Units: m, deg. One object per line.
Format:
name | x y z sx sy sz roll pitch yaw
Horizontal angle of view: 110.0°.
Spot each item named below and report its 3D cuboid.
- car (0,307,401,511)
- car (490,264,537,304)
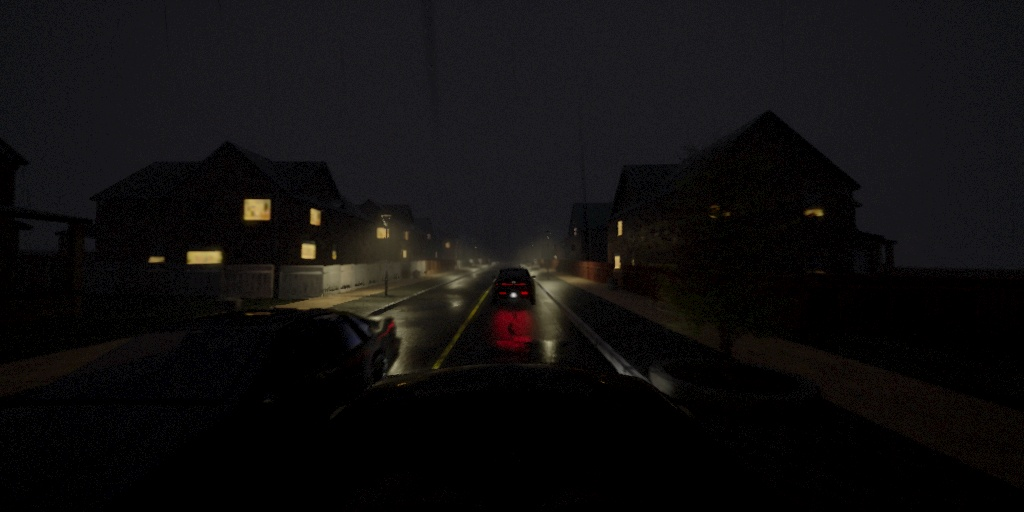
car | -2.748 1.304 3.695 2.033 1.411 5.357 0 0 0
car | 0.077 1.270 16.415 1.837 1.490 4.892 0 0 0
